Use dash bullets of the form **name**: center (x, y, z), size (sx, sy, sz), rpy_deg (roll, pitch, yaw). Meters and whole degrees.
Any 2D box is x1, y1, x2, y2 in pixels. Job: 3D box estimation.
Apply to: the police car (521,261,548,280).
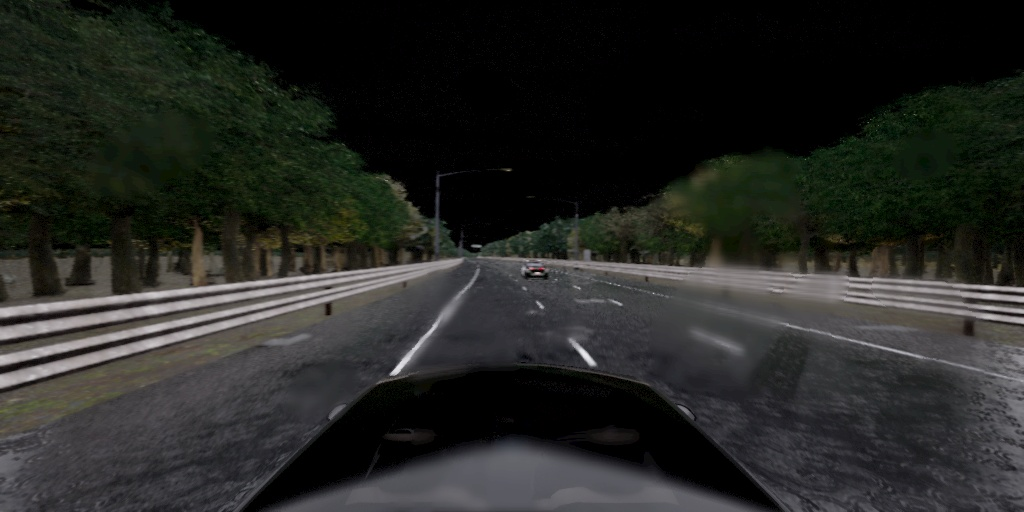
- **police car**: center (1.924, 1.280, 31.927), size (2.038, 1.542, 4.974), rpy_deg (1, 0, -4)
